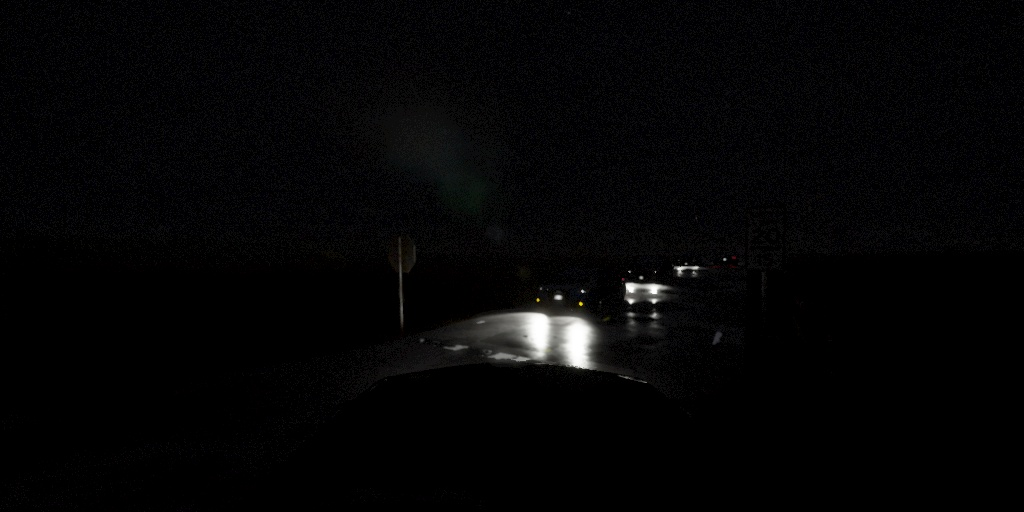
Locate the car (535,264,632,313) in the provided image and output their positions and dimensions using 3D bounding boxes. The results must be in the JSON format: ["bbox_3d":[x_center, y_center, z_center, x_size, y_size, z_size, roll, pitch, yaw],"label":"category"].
[{"bbox_3d":[2.504,1.017,12.485,1.994,1.385,4.181,1,2,34],"label":"car"}]

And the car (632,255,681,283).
[{"bbox_3d":[8.370,0.701,21.378,2.033,1.411,5.357,1,2,33],"label":"car"}]

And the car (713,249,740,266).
[{"bbox_3d":[21.185,0.238,35.516,1.994,1.385,4.181,1,2,33],"label":"car"}]

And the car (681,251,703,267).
[{"bbox_3d":[17.438,0.255,35.052,2.033,1.411,5.357,1,2,34],"label":"car"}]
